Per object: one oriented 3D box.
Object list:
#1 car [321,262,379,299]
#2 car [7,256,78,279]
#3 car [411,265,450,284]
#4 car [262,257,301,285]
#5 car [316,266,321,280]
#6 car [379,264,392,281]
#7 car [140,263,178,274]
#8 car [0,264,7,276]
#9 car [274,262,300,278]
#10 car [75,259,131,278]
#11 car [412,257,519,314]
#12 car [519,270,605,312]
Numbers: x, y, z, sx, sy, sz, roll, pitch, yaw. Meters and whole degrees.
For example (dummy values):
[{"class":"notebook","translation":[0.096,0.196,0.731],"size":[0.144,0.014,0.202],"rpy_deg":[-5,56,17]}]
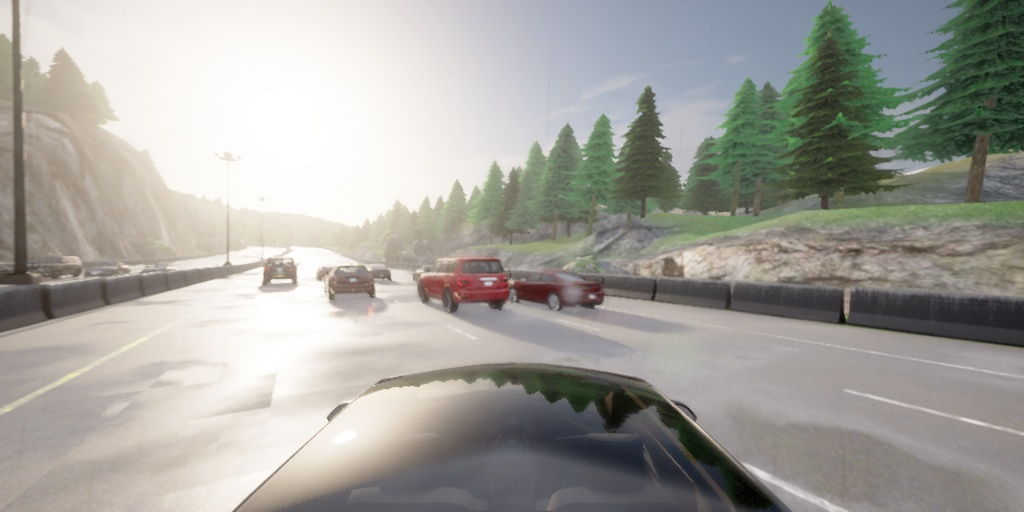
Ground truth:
[{"class":"car","translation":[-8.675,1.186,18.997],"size":[2.097,1.767,4.553],"rpy_deg":[1,0,-30]},{"class":"car","translation":[-40.193,1.013,31.302],"size":[2.150,2.045,5.566],"rpy_deg":[1,-1,-30]},{"class":"car","translation":[-6.894,1.491,29.881],"size":[1.994,1.385,4.181],"rpy_deg":[1,-1,-30]},{"class":"car","translation":[-17.620,1.073,27.455],"size":[2.150,2.045,5.566],"rpy_deg":[1,0,-30]},{"class":"car","translation":[-17.104,1.463,33.537],"size":[1.994,1.385,4.181],"rpy_deg":[1,0,-30]},{"class":"car","translation":[-11.854,1.437,31.485],"size":[1.812,1.442,4.674],"rpy_deg":[1,-1,-30]},{"class":"car","translation":[-34.157,1.414,34.842],"size":[1.994,1.385,4.181],"rpy_deg":[1,0,-30]},{"class":"car","translation":[-42.959,1.321,29.081],"size":[1.895,1.301,4.718],"rpy_deg":[1,-1,-30]},{"class":"car","translation":[-23.569,1.387,37.713],"size":[2.128,1.511,4.902],"rpy_deg":[1,0,-30]},{"class":"car","translation":[-37.184,1.297,33.085],"size":[2.128,1.511,4.902],"rpy_deg":[1,0,-30]},{"class":"car","translation":[-2.160,1.059,14.737],"size":[2.150,2.045,5.566],"rpy_deg":[1,0,-30]},{"class":"car","translation":[1.668,1.339,15.109],"size":[1.882,1.535,5.008],"rpy_deg":[1,0,-30]}]
